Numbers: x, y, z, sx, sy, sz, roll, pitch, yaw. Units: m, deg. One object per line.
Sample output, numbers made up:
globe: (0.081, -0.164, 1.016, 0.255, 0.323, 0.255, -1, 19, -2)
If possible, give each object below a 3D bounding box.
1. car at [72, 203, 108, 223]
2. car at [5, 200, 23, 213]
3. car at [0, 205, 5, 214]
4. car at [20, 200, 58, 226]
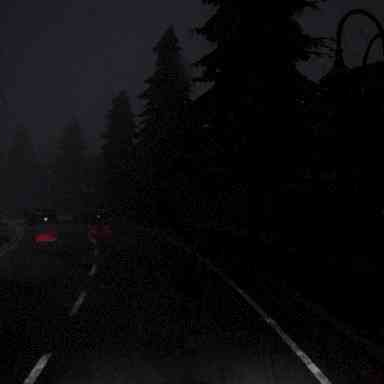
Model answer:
car: (-8.175, 1.598, 26.433, 2.128, 1.511, 4.902, 0, 0, -33)
car: (-19.238, 1.690, 38.583, 4.902, 1.511, 2.128, 0, 0, 39)
car: (-22.595, 1.815, 36.824, 4.718, 1.301, 1.895, 0, 0, 38)
car: (-11.441, 1.629, 25.050, 1.837, 1.490, 4.892, 0, 0, -33)
